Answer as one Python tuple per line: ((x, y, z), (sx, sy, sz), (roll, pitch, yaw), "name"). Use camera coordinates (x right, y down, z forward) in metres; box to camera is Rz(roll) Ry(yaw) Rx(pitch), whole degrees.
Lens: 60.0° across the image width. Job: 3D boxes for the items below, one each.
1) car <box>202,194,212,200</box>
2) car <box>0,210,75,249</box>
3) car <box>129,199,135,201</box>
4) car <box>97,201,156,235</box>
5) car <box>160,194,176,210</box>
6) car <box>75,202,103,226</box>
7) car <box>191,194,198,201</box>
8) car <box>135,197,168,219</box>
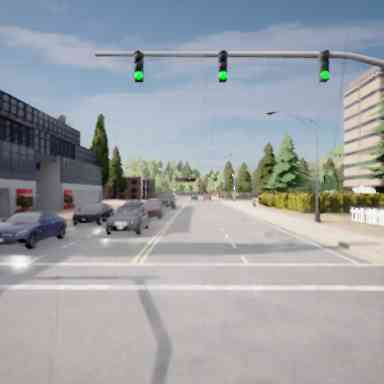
((4.162, 1.260, 88.349), (2.097, 1.767, 4.553), (0, 0, 1), "car")
((-7.113, 1.537, 14.749), (1.812, 1.442, 4.674), (0, 0, 2), "car")
((-6.845, 1.577, 39.788), (2.033, 1.411, 5.357), (0, 0, 1), "car")
((-3.550, 1.506, 19.027), (2.128, 1.511, 4.902), (0, 0, 0), "car")
((-3.288, 1.256, 44.025), (2.150, 2.045, 5.566), (0, 0, 1), "car")
((-7.008, 1.496, 24.055), (1.882, 1.535, 5.008), (0, 0, 1), "car")
((0.662, 1.430, 88.410), (2.128, 1.511, 4.902), (0, 0, 1), "car")
((-3.456, 1.500, 29.271), (1.882, 1.535, 5.008), (0, 0, 0), "car")
